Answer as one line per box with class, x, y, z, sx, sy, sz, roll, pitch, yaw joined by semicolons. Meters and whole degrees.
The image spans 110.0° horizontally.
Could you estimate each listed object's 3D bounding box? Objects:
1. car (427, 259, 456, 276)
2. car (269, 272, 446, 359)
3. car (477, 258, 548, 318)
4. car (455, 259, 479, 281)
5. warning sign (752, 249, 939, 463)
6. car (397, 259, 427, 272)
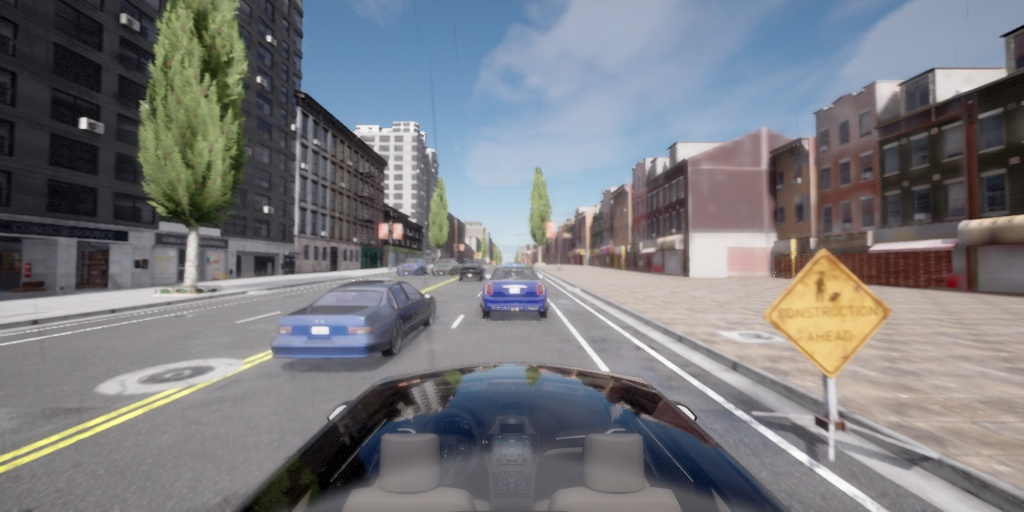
car;-6.592;1.050;35.607;2.097;1.767;4.553;0;0;0
car;-3.169;1.275;8.454;2.033;1.411;5.357;0;0;0
car;0.090;1.068;12.993;2.097;1.767;4.553;0;0;0
car;-3.155;1.202;29.397;1.837;1.490;4.892;0;0;0
warning sign;3.224;0.858;3.615;1.300;1.860;1.060;0;0;0
car;-9.843;1.049;35.607;2.097;1.767;4.553;0;0;0
